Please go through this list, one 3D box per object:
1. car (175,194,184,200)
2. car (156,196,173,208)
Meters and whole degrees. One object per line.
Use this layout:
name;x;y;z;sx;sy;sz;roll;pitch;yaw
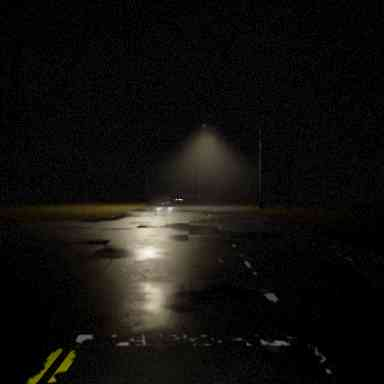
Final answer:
car;-3.114;1.138;83.630;2.033;1.411;5.357;0;0;6
car;-3.725;1.320;45.498;1.837;1.490;4.892;0;0;0
